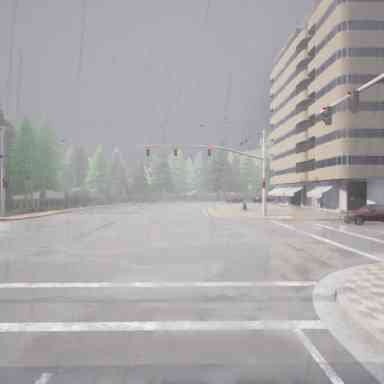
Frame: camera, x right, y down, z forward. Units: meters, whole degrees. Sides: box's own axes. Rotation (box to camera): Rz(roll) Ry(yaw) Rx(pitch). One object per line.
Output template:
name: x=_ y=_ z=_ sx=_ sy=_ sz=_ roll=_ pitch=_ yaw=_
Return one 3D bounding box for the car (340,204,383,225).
car: x=13.191 y=1.581 z=24.039 sx=4.674 sy=1.442 sz=1.812 roll=0 pitch=0 yaw=-1

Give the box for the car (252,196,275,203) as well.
car: x=14.269 y=1.525 z=67.786 sx=4.674 sy=1.442 sz=1.812 roll=0 pitch=0 yaw=-34

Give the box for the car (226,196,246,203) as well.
car: x=8.927 y=1.491 z=67.582 sx=4.902 sy=1.511 sz=2.128 roll=0 pitch=0 yaw=-43

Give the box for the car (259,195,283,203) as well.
car: x=17.586 y=1.525 z=73.664 sx=4.902 sy=1.511 sz=2.128 roll=0 pitch=0 yaw=-23
